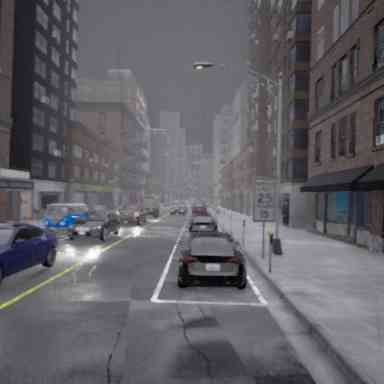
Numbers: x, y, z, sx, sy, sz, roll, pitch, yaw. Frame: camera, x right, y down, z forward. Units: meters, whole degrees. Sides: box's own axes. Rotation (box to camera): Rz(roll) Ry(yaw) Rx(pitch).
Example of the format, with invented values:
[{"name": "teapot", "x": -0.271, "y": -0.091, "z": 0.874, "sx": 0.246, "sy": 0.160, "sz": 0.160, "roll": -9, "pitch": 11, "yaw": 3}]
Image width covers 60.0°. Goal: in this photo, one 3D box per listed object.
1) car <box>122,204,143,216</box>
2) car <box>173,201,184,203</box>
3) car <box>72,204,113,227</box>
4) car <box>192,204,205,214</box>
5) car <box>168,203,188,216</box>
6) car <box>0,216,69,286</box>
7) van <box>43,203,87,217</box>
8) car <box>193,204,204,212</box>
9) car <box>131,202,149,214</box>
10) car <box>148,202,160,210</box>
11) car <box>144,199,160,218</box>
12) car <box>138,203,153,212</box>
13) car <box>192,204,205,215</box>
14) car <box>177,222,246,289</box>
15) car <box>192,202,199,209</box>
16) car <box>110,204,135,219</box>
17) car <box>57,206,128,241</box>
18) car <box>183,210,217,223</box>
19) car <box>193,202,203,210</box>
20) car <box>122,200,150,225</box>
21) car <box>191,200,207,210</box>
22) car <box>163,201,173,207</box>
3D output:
[{"name": "car", "x": -7.614, "y": 2.287, "z": 42.958, "sx": 1.802, "sy": 1.307, "sz": 4.206, "roll": 1, "pitch": -1, "yaw": 1}, {"name": "car", "x": -1.712, "y": 2.620, "z": 53.987, "sx": 1.812, "sy": 1.442, "sz": 4.674, "roll": 2, "pitch": -1, "yaw": 1}, {"name": "car", "x": -7.806, "y": 1.810, "z": 26.475, "sx": 1.967, "sy": 1.590, "sz": 4.097, "roll": 1, "pitch": -1, "yaw": 1}, {"name": "car", "x": 1.038, "y": 2.717, "z": 53.843, "sx": 2.008, "sy": 1.369, "sz": 4.403, "roll": 1, "pitch": -1, "yaw": 1}, {"name": "car", "x": -1.829, "y": 2.485, "z": 44.028, "sx": 1.895, "sy": 1.301, "sz": 4.718, "roll": 2, "pitch": -1, "yaw": 1}, {"name": "car", "x": -5.436, "y": 1.633, "z": 9.419, "sx": 1.812, "sy": 1.442, "sz": 4.674, "roll": 2, "pitch": -1, "yaw": 2}, {"name": "van", "x": -7.869, "y": 1.603, "z": 20.982, "sx": 1.690, "sy": 1.788, "sz": 3.998, "roll": 1, "pitch": -1, "yaw": 1}, {"name": "car", "x": 1.103, "y": 2.829, "z": 59.339, "sx": 1.887, "sy": 1.381, "sz": 4.507, "roll": 1, "pitch": -1, "yaw": 1}, {"name": "car", "x": -7.547, "y": 2.261, "z": 48.457, "sx": 1.967, "sy": 1.590, "sz": 4.097, "roll": 1, "pitch": -1, "yaw": 1}, {"name": "car", "x": -7.354, "y": 2.721, "z": 64.940, "sx": 1.887, "sy": 1.381, "sz": 4.507, "roll": 1, "pitch": -1, "yaw": 1}, {"name": "car", "x": -5.048, "y": 1.916, "z": 39.029, "sx": 2.150, "sy": 2.045, "sz": 5.566, "roll": 2, "pitch": -1, "yaw": -2}, {"name": "car", "x": -7.485, "y": 2.459, "z": 53.779, "sx": 1.752, "sy": 1.417, "sz": 4.829, "roll": 1, "pitch": -1, "yaw": 1}, {"name": "car", "x": 0.975, "y": 2.578, "z": 48.519, "sx": 1.752, "sy": 1.417, "sz": 4.829, "roll": 1, "pitch": -1, "yaw": 1}, {"name": "car", "x": 0.517, "y": 1.843, "z": 9.881, "sx": 1.947, "sy": 1.339, "sz": 4.313, "roll": 1, "pitch": -1, "yaw": 1}, {"name": "car", "x": 0.888, "y": 3.327, "z": 83.252, "sx": 1.812, "sy": 1.442, "sz": 4.674, "roll": 2, "pitch": -1, "yaw": 1}, {"name": "car", "x": -7.680, "y": 2.114, "z": 37.294, "sx": 1.752, "sy": 1.417, "sz": 4.829, "roll": 1, "pitch": -1, "yaw": 1}, {"name": "car", "x": -5.327, "y": 1.777, "z": 18.589, "sx": 2.128, "sy": 1.511, "sz": 4.902, "roll": 2, "pitch": -1, "yaw": 1}, {"name": "car", "x": 0.648, "y": 2.056, "z": 20.872, "sx": 1.947, "sy": 1.339, "sz": 4.313, "roll": 1, "pitch": -1, "yaw": 1}, {"name": "car", "x": 1.234, "y": 2.966, "z": 70.331, "sx": 1.967, "sy": 1.590, "sz": 4.097, "roll": 1, "pitch": -1, "yaw": 1}, {"name": "car", "x": -5.196, "y": 1.834, "z": 28.595, "sx": 2.097, "sy": 1.767, "sz": 4.553, "roll": 2, "pitch": -1, "yaw": 1}, {"name": "car", "x": 0.913, "y": 2.249, "z": 42.858, "sx": 2.192, "sy": 1.841, "sz": 5.009, "roll": 1, "pitch": -1, "yaw": 1}, {"name": "car", "x": -7.030, "y": 3.360, "z": 92.414, "sx": 1.947, "sy": 1.339, "sz": 4.313, "roll": 1, "pitch": -1, "yaw": 1}]
